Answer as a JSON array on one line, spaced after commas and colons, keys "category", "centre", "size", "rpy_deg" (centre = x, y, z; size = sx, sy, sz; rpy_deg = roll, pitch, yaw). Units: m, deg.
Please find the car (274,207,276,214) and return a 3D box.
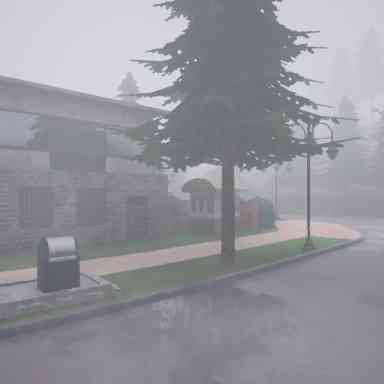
[{"category": "car", "centre": [4.880, 1.444, 28.961], "size": [4.718, 1.301, 1.895], "rpy_deg": [0, 0, 43]}]
